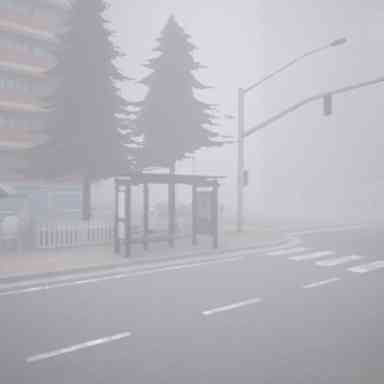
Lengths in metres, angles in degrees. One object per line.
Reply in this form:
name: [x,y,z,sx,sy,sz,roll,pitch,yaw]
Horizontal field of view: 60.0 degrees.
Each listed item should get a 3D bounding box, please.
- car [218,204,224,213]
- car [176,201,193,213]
car: [1.689,1.662,38.581,1.837,1.490,4.892,0,0,-35]
car: [-2.337,1.689,38.230,2.033,1.411,5.357,0,0,-35]
